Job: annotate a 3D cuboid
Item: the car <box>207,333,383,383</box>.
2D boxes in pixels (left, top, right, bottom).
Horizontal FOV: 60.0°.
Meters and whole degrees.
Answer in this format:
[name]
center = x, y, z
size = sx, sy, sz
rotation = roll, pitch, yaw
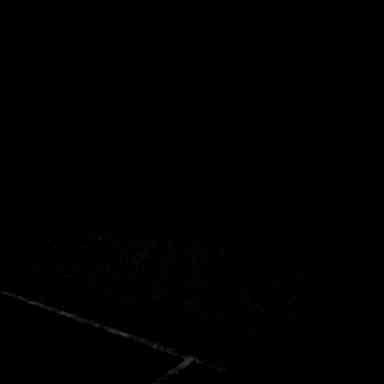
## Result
[car]
center = 1.771, 1.439, 1.597
size = 4.097, 1.590, 1.967
rotation = 0, -1, 35
